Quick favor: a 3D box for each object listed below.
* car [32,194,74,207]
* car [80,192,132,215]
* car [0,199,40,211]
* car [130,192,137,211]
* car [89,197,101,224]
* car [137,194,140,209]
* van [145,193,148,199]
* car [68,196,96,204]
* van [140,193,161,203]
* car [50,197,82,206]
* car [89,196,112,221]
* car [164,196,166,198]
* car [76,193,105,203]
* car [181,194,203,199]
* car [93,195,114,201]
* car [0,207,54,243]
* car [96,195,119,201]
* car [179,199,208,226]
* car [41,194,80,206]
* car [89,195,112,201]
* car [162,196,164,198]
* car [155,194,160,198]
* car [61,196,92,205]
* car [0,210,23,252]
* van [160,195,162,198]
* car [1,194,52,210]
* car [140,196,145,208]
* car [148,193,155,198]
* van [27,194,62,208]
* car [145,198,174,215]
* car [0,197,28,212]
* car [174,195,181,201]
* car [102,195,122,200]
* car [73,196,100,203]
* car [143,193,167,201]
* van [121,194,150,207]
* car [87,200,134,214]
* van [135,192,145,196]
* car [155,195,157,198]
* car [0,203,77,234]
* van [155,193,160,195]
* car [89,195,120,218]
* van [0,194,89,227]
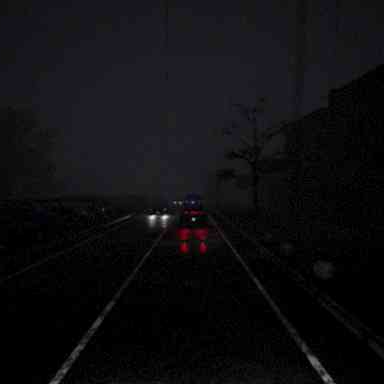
[{"bbox_3d":[-22.052,1.342,52.871,5.566,2.045,2.435,0,0,0],"label":"car"},{"bbox_3d":[-8.887,1.289,31.053,5.566,2.045,2.435,0,0,0],"label":"car"},{"bbox_3d":[-21.980,1.597,41.768,4.792,1.488,2.163,0,0,0],"label":"car"},{"bbox_3d":[-8.890,1.296,33.856,5.566,2.045,2.435,0,0,0],"label":"car"},{"bbox_3d":[-8.935,1.395,22.643,4.553,1.767,2.185,0,0,0],"label":"car"},{"bbox_3d":[-8.957,1.435,39.463,4.553,1.767,2.185,0,0,0],"label":"car"},{"bbox_3d":[-9.054,1.354,47.872,4.442,1.987,1.878,0,0,0],"label":"van"},{"bbox_3d":[-22.036,1.572,66.754,5.008,1.535,2.097,0,0,0],"label":"car"},{"bbox_3d":[-9.087,1.313,73.110,4.442,1.987,1.878,0,0,0],"label":"van"},{"bbox_3d":[-22.060,1.624,58.422,4.792,1.488,2.163,0,0,0],"label":"car"},{"bbox_3d":[-8.876,1.401,25.446,4.553,1.767,2.185,0,0,0],"label":"car"},{"bbox_3d":[-8.977,1.563,75.914,4.674,1.452,2.002,0,0,0],"label":"car"},{"bbox_3d":[-22.020,1.293,72.305,5.566,2.045,2.435,0,0,0],"label":"car"},{"bbox_3d":[0.101,1.302,40.569,2.150,2.045,5.566,0,0,0],"label":"car"},{"bbox_3d":[-22.093,1.513,83.409,4.792,1.488,2.163,0,0,0],"label":"car"},{"bbox_3d":[-8.864,1.530,14.233,4.792,1.488,2.163,0,0,0],"label":"car"},{"bbox_3d":[-21.882,1.465,86.185,5.366,1.575,1.946,0,0,0],"label":"car"},{"bbox_3d":[0.100,1.540,23.750,2.128,1.511,4.902,0,0,0],"label":"car"},{"bbox_3d":[-21.999,1.344,55.647,5.566,2.045,2.435,0,0,0],"label":"car"},{"bbox_3d":[-22.066,1.500,80.634,4.892,1.521,2.231,0,0,0],"label":"car"},{"bbox_3d":[-8.962,1.554,70.308,5.008,1.535,2.097,0,0,0],"label":"car"},{"bbox_3d":[-8.985,1.619,61.896,4.792,1.488,2.163,0,0,0],"label":"car"},{"bbox_3d":[-22.223,1.580,63.977,5.366,1.575,1.946,0,0,0],"label":"car"},{"bbox_3d":[-8.860,1.524,11.429,4.792,1.488,2.163,0,0,0],"label":"car"},{"bbox_3d":[-8.847,1.342,67.500,4.442,1.987,1.878,0,0,0],"label":"van"},{"bbox_3d":[-22.041,1.323,44.544,5.566,2.045,2.435,0,0,0],"label":"car"},{"bbox_3d":[-8.924,1.568,42.265,4.892,1.521,2.231,0,0,0],"label":"car"},{"bbox_3d":[-8.913,1.335,50.677,5.566,2.045,2.435,0,0,0],"label":"car"},{"bbox_3d":[-22.137,1.361,50.094,4.442,1.987,1.878,0,0,0],"label":"van"},{"bbox_3d":[-3.345,1.619,35.177,2.033,1.411,5.357,0,0,0],"label":"car"},{"bbox_3d":[-22.036,1.435,38.991,4.553,1.767,2.185,0,0,0],"label":"car"},{"bbox_3d":[-3.246,1.345,77.694,1.994,1.385,4.181,0,0,0],"label":"car"},{"bbox_3d":[-22.046,1.467,91.736,4.792,1.488,2.163,0,0,0],"label":"car"},{"bbox_3d":[-22.039,1.561,69.532,4.892,1.521,2.231,0,0,0],"label":"car"},{"bbox_3d":[-8.953,1.241,81.520,5.566,2.045,2.435,0,0,0],"label":"car"},{"bbox_3d":[-9.061,1.367,53.477,4.442,1.987,1.878,0,0,0],"label":"van"},{"bbox_3d":[-8.920,1.594,36.659,4.674,1.452,2.002,0,0,0],"label":"car"},{"bbox_3d":[-9.050,1.348,45.069,4.442,1.987,1.878,0,0,0],"label":"van"},{"bbox_3d":[-8.955,1.594,56.285,4.892,1.521,2.231,0,0,0],"label":"car"},{"bbox_3d":[-8.891,1.507,17.036,5.008,1.535,2.097,0,0,0],"label":"car"},{"bbox_3d":[-9.076,1.353,64.698,4.442,1.987,1.878,0,0,0],"label":"van"},{"bbox_3d":[-8.880,1.408,28.250,4.553,1.767,2.185,0,0,0],"label":"car"},{"bbox_3d":[-8.784,1.288,19.840,4.442,1.987,1.878,0,0,0],"label":"van"}]
